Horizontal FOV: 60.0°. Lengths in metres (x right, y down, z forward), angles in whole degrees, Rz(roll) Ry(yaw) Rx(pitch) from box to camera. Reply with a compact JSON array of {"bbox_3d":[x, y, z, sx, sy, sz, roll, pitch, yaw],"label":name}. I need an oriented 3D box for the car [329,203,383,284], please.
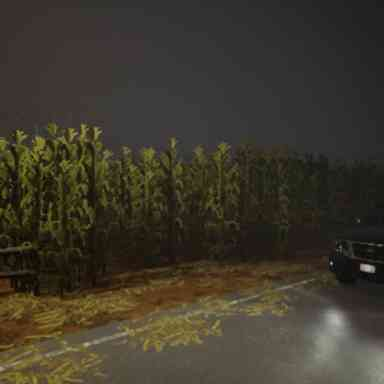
[{"bbox_3d":[5.864,1.272,8.754,5.566,2.045,2.150,0,0,-39],"label":"car"}]
